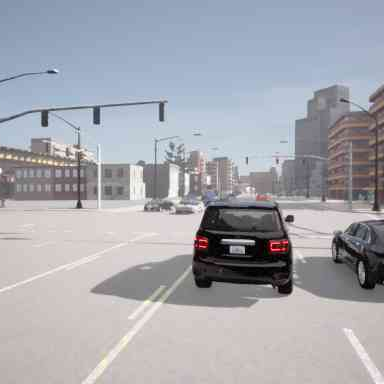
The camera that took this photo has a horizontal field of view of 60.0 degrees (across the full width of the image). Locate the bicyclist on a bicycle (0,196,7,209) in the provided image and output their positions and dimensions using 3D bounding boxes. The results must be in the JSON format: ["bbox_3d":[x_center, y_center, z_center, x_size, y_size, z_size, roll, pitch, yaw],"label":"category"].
[{"bbox_3d":[-23.709,1.303,41.577,0.582,1.620,1.656,0,0,10],"label":"bicyclist on a bicycle"}]

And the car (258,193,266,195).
[{"bbox_3d":[12.925,0.966,61.315,2.097,1.767,4.553,0,1,12],"label":"car"}]

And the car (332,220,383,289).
[{"bbox_3d":[5.127,1.505,8.962,1.837,1.490,4.892,0,0,11],"label":"car"}]

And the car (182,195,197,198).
[{"bbox_3d":[-0.333,1.193,49.846,2.097,1.767,4.553,0,1,12],"label":"car"}]

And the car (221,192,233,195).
[{"bbox_3d":[6.235,1.092,64.269,1.837,1.490,4.892,0,1,12],"label":"car"}]

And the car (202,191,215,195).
[{"bbox_3d":[3.467,0.754,68.013,2.150,2.045,5.566,0,1,12],"label":"car"}]

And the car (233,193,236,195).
[{"bbox_3d":[9.390,0.762,79.504,1.895,1.301,4.718,0,1,12],"label":"car"}]

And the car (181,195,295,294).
[{"bbox_3d":[1.566,1.221,9.093,2.150,2.045,5.566,0,0,15],"label":"car"}]

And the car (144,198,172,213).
[{"bbox_3d":[-3.567,1.442,36.784,2.128,1.511,4.902,0,0,21],"label":"car"}]

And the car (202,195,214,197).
[{"bbox_3d":[2.875,1.452,48.079,1.895,1.301,4.718,0,1,12],"label":"car"}]

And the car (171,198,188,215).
[{"bbox_3d":[-0.260,1.558,33.419,1.895,1.301,4.718,0,0,14],"label":"car"}]
